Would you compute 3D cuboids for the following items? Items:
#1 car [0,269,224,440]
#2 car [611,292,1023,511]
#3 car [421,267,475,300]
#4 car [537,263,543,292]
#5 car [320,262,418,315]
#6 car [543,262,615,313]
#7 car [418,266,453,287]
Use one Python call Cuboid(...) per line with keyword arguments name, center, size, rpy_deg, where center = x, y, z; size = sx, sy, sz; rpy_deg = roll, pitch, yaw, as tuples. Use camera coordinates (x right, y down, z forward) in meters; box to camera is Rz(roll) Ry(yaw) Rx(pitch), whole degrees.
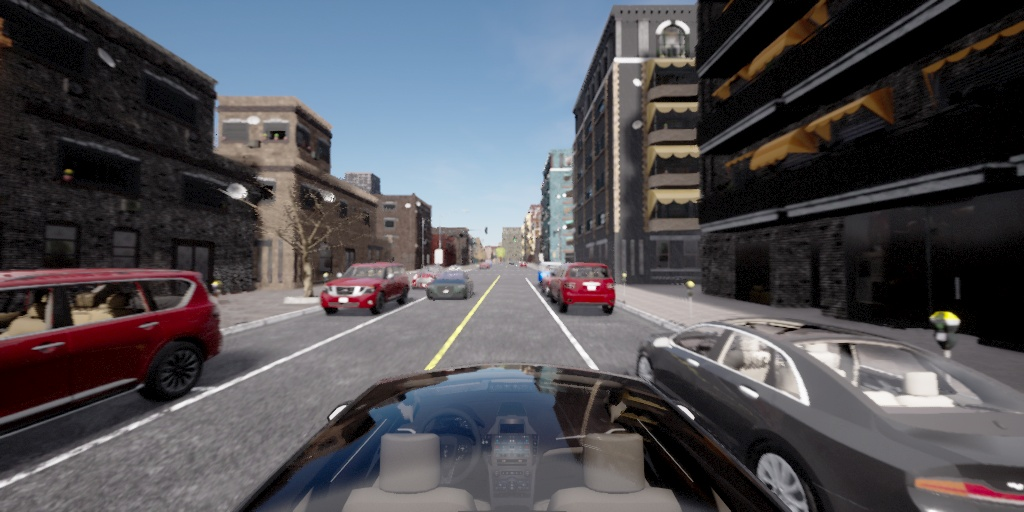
Cuboid(name="car", center=(-5.689, 1.086, 3.775), size=(2.192, 1.841, 5.009), rpy_deg=(0, 0, 0))
Cuboid(name="car", center=(2.691, 1.321, 3.768), size=(2.007, 1.370, 4.403), rpy_deg=(0, 0, 0))
Cuboid(name="car", center=(-3.098, 1.483, 18.762), size=(1.994, 1.385, 4.181), rpy_deg=(0, -1, 0))
Cuboid(name="car", center=(2.692, 1.371, 19.989), size=(1.967, 1.591, 4.097), rpy_deg=(0, 0, 0))
Cuboid(name="car", center=(-5.689, 1.193, 14.589), size=(2.192, 1.841, 5.009), rpy_deg=(0, 0, 0))
Cuboid(name="car", center=(2.692, 1.192, 14.582), size=(2.192, 1.841, 5.009), rpy_deg=(0, 0, 0))
Cuboid(name="car", center=(-5.689, 1.425, 25.404), size=(1.967, 1.591, 4.097), rpy_deg=(0, 0, 0))
